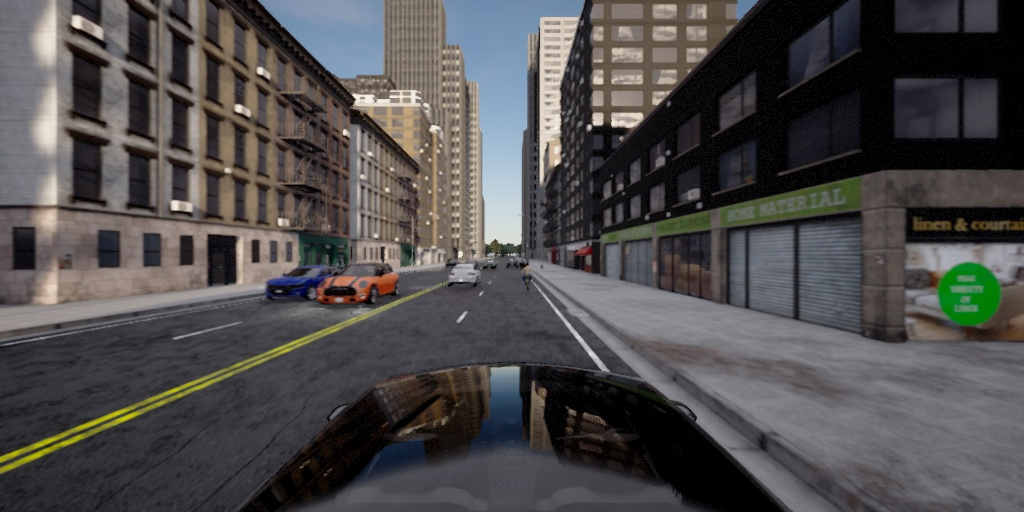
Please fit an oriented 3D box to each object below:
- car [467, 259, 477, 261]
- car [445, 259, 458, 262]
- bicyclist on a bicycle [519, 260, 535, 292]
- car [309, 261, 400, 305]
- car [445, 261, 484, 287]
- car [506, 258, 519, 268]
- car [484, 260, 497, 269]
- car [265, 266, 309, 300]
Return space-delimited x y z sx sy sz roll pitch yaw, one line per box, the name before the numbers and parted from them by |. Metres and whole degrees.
car | -6.558 1.198 57.993 2.128 1.511 4.902 0 0 1
car | -9.803 1.209 59.065 1.837 1.490 4.892 0 0 1
bicyclist on a bicycle | 0.876 1.173 20.170 0.866 1.612 1.509 0 0 0
car | -6.601 1.091 15.935 2.097 1.767 4.553 0 0 0
car | -3.154 1.259 24.441 1.812 1.442 4.674 0 0 0
car | 0.044 1.231 59.506 1.812 1.442 4.674 0 0 0
car | -3.162 1.313 53.510 1.895 1.301 4.718 0 0 0
car | -9.852 1.215 17.657 1.882 1.535 5.008 0 0 0
